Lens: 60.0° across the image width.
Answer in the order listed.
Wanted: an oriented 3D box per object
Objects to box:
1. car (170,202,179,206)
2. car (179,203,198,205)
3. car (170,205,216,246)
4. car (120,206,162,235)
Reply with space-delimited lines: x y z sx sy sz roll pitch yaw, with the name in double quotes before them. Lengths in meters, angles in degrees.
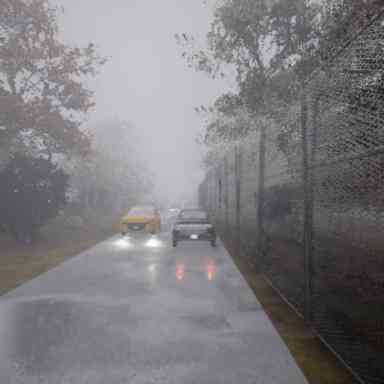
"car" -3.067 2.541 62.438 1.994 1.385 4.181 0 -2 0
"car" 0.005 1.850 34.748 2.033 1.411 5.357 0 -1 0
"car" 0.078 1.551 15.450 2.128 1.511 4.902 0 0 0
"car" -2.885 1.573 19.579 1.882 1.535 5.008 0 -1 0
